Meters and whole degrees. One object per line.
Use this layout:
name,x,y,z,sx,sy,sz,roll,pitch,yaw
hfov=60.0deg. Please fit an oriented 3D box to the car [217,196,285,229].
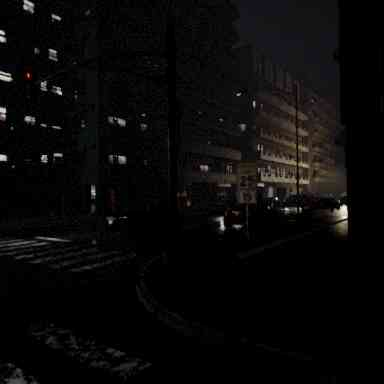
car,3.541,1.201,19.362,1.967,1.590,4.097,-1,0,36

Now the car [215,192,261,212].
car,4.745,1.014,31.065,2.150,2.045,5.566,-1,0,36

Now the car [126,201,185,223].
car,-2.677,1.458,25.400,1.887,1.381,4.507,-1,0,36

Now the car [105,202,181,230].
car,-3.063,1.389,20.326,2.128,1.511,4.902,-1,0,36

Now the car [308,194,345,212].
car,13.449,1.196,33.166,1.947,1.339,4.313,-1,0,36

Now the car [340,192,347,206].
car,20.113,1.087,42.326,1.887,1.381,4.507,-1,0,36

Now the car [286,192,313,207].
car,13.483,1.028,42.995,2.097,1.767,4.553,-1,0,36

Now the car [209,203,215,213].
car,3.340,1.384,33.515,2.008,1.369,4.403,-1,0,36

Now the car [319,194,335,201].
car,26.670,1.084,65.577,2.008,1.369,4.403,-1,0,36

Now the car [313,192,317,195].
car,20.001,0.931,56.417,2.192,1.841,5.009,-1,0,36
